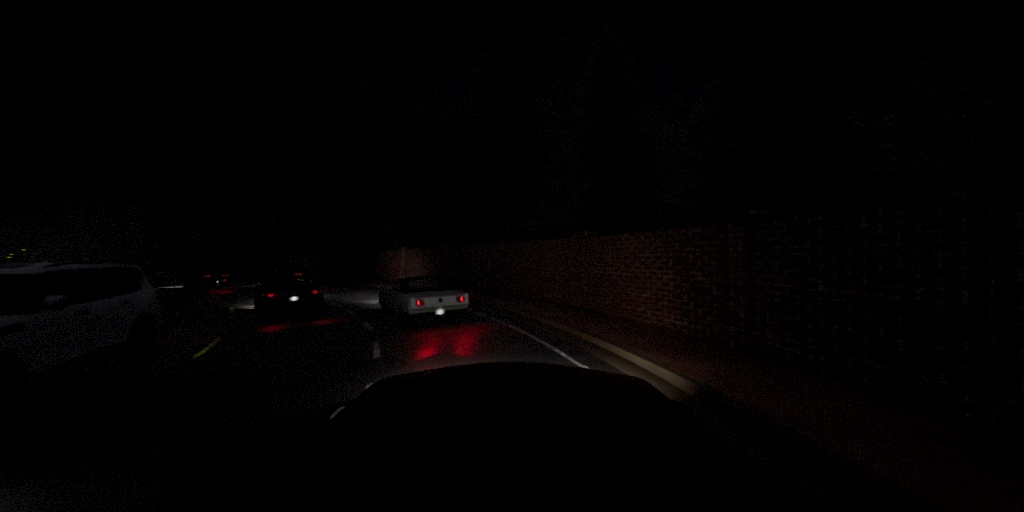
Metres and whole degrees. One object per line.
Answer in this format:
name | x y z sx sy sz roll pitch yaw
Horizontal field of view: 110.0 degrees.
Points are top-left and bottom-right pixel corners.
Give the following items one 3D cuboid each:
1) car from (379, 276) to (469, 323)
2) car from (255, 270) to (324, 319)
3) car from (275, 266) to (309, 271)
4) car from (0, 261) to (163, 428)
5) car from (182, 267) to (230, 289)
car | -3.247 1.352 12.363 1.895 1.301 4.718 -1 0 -31
car | -8.549 1.427 13.682 1.994 1.385 4.181 -2 0 -37
car | -16.347 1.460 26.366 4.892 1.490 1.837 -1 0 38
car | -7.812 1.124 5.425 2.150 2.045 5.566 -1 0 -23
car | -22.798 1.604 26.703 4.892 1.490 1.837 -1 0 35
